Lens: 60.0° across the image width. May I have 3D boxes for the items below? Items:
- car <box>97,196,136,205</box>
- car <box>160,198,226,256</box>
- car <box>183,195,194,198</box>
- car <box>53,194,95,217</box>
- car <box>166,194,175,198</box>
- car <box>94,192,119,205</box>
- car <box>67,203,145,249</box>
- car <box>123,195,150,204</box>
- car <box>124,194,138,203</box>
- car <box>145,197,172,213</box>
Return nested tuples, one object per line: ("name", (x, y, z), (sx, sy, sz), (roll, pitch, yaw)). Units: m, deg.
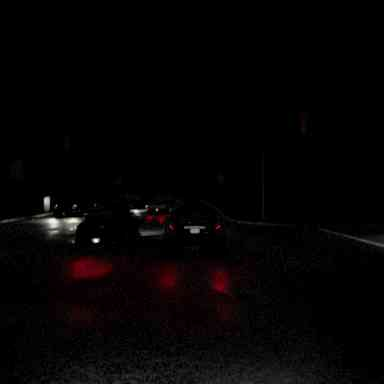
("car", (-7.107, 1.418, 31.836), (2.033, 1.411, 5.357), (0, 0, 0))
("car", (0.094, 1.299, 13.063), (2.097, 1.767, 4.553), (0, 0, 0))
("car", (0.084, 1.353, 34.133), (2.128, 1.511, 4.902), (0, 0, 0))
("car", (-10.606, 1.232, 29.694), (2.097, 1.767, 4.553), (0, 0, 0))
("car", (-4.070, 1.121, 62.287), (1.882, 1.535, 5.008), (0, 1, -4))
("car", (-10.578, 1.057, 39.135), (2.150, 2.045, 5.566), (0, 0, 0))
("car", (-3.405, 1.447, 14.200), (1.837, 1.490, 4.892), (0, 0, 0))
("car", (-7.064, 1.366, 41.904), (2.033, 1.411, 5.357), (0, 0, 1))
("car", (-10.933, 1.195, 59.581), (1.812, 1.442, 4.674), (0, 1, -2))
("car", (-3.416, 1.459, 34.780), (1.895, 1.301, 4.718), (0, 0, 0))
